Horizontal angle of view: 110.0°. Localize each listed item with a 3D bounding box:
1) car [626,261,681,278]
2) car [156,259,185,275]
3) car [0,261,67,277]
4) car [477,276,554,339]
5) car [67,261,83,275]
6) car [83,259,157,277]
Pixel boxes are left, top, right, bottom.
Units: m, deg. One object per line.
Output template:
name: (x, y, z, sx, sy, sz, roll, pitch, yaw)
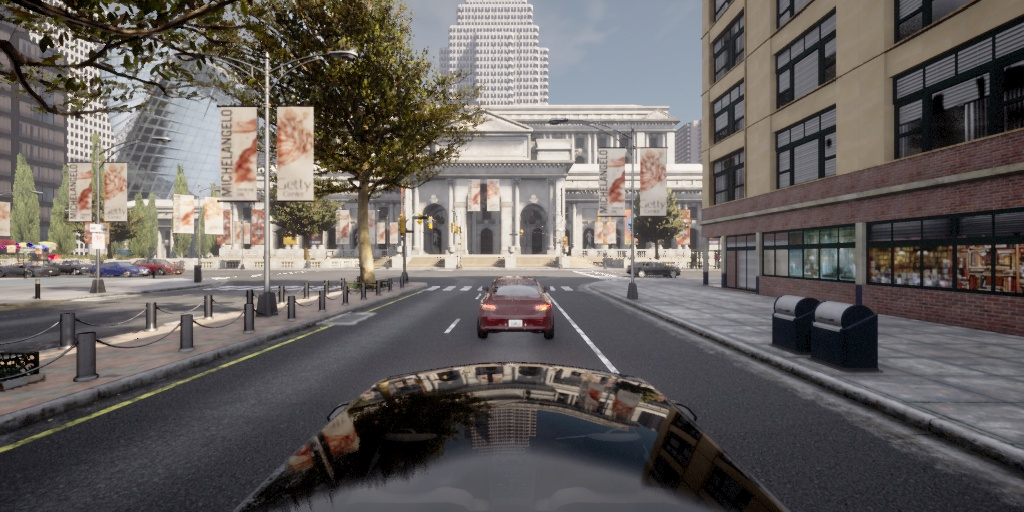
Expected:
car: (13.266, 1.255, 33.645, 4.892, 1.490, 1.837, 0, 0, 1)
car: (-37.295, 1.102, 37.701, 4.553, 1.767, 2.097, 0, 0, 0)
car: (-46.089, 1.314, 34.235, 4.181, 1.385, 1.994, 0, 0, -1)
car: (0.115, 1.276, 9.996, 1.812, 1.442, 4.674, 0, 0, 1)
car: (-46.249, 1.241, 37.743, 4.902, 1.511, 2.128, 0, 0, 0)
car: (-37.329, 1.276, 34.206, 4.674, 1.442, 1.812, 0, 0, 0)
